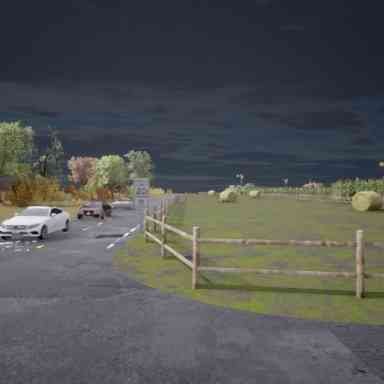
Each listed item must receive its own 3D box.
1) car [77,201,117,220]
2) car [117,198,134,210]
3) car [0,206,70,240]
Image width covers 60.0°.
[{"bbox_3d":[-7.675,1.401,26.572,1.994,1.385,4.181,1,0,-1],"label":"car"},{"bbox_3d":[-7.783,1.368,38.151,1.895,1.301,4.718,1,0,-1],"label":"car"},{"bbox_3d":[-7.570,1.427,16.576,1.812,1.442,4.674,1,0,0],"label":"car"}]
